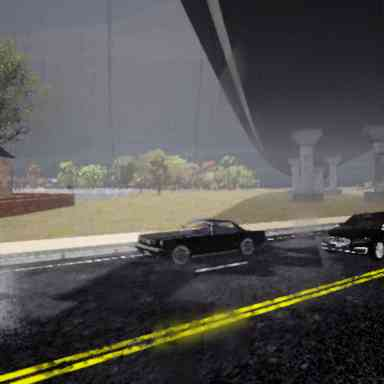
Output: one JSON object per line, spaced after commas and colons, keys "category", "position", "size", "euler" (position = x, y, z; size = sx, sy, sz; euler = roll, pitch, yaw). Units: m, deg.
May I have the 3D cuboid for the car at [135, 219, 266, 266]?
{"category": "car", "position": [0.397, 1.659, 11.958], "size": [4.718, 1.301, 1.895], "euler": [0, 0, -35]}

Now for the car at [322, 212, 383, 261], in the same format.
{"category": "car", "position": [6.902, 1.546, 12.606], "size": [4.892, 1.490, 1.837], "euler": [0, 0, -35]}
